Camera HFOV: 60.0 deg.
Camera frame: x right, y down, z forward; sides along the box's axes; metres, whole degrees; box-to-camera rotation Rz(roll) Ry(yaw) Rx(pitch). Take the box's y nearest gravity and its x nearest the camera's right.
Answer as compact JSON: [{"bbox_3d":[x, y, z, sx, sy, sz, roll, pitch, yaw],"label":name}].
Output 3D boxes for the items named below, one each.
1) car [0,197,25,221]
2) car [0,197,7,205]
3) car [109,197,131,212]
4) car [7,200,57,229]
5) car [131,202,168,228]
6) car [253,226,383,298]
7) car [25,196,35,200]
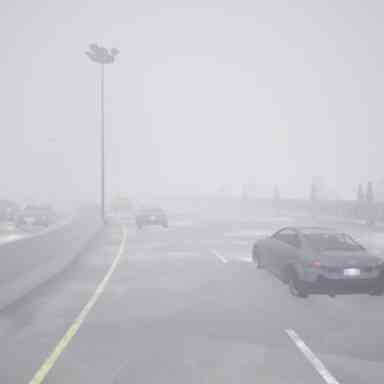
[{"bbox_3d":[-15.125,1.391,26.590,2.097,1.767,4.553,0,0,-19],"label":"car"},{"bbox_3d":[-36.445,1.655,62.167,1.895,1.301,4.718,0,0,-45],"label":"car"},{"bbox_3d":[-8.337,1.355,38.749,2.097,1.767,4.553,0,0,-23],"label":"car"},{"bbox_3d":[-10.137,1.514,21.897,2.128,1.511,4.902,0,0,-15],"label":"car"},{"bbox_3d":[-2.836,1.558,22.309,1.994,1.385,4.181,0,0,-13],"label":"car"},{"bbox_3d":[2.967,1.546,8.553,1.994,1.385,4.181,0,0,-5],"label":"car"},{"bbox_3d":[-29.238,1.561,59.363,1.837,1.490,4.892,0,0,-38],"label":"car"}]
